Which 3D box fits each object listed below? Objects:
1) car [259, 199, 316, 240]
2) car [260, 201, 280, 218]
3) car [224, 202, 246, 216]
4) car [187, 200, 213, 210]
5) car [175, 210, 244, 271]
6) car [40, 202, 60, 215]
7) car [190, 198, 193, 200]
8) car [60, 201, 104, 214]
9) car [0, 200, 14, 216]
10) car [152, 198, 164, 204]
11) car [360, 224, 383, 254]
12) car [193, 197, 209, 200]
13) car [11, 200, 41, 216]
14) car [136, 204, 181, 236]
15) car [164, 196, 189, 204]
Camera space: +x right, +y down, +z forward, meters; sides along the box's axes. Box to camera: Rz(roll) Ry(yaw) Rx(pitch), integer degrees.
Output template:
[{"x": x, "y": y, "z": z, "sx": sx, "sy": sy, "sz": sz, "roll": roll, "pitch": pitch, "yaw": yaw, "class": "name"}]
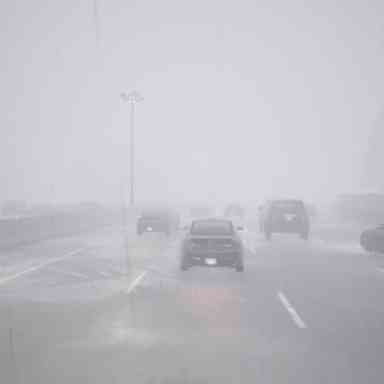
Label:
[{"x": 5.000, "y": 1.405, "z": 18.543, "sx": 2.150, "sy": 2.045, "sz": 5.566, "roll": 0, "pitch": -1, "yaw": 8, "class": "car"}, {"x": 8.275, "y": 1.824, "z": 35.239, "sx": 1.882, "sy": 1.535, "sz": 5.008, "roll": 0, "pitch": -1, "yaw": 14, "class": "car"}, {"x": 4.442, "y": 1.835, "z": 34.352, "sx": 1.837, "sy": 1.490, "sz": 4.892, "roll": 0, "pitch": -1, "yaw": 13, "class": "car"}, {"x": 1.091, "y": 1.860, "z": 35.426, "sx": 1.812, "sy": 1.442, "sz": 4.674, "roll": 0, "pitch": -1, "yaw": 13, "class": "car"}, {"x": 0.703, "y": 1.615, "z": 11.353, "sx": 1.837, "sy": 1.490, "sz": 4.892, "roll": 0, "pitch": 0, "yaw": 4, "class": "car"}, {"x": -13.503, "y": 1.867, "z": 35.139, "sx": 1.994, "sy": 1.385, "sz": 4.181, "roll": 0, "pitch": -1, "yaw": 13, "class": "car"}, {"x": 0.640, "y": 2.055, "z": 74.813, "sx": 2.097, "sy": 1.767, "sz": 4.553, "roll": 0, "pitch": -1, "yaw": 26, "class": "car"}, {"x": -10.442, "y": 1.639, "z": 32.737, "sx": 2.097, "sy": 1.767, "sz": 4.553, "roll": 0, "pitch": -1, "yaw": 12, "class": "car"}, {"x": -20.272, "y": 1.658, "z": 36.937, "sx": 2.097, "sy": 1.767, "sz": 4.553, "roll": 0, "pitch": -1, "yaw": 13, "class": "car"}, {"x": -7.086, "y": 2.165, "z": 75.010, "sx": 1.882, "sy": 1.535, "sz": 5.008, "roll": 0, "pitch": -1, "yaw": 26, "class": "car"}, {"x": 7.790, "y": 1.692, "z": 12.002, "sx": 1.994, "sy": 1.385, "sz": 4.181, "roll": 0, "pitch": -1, "yaw": 5, "class": "car"}, {"x": 2.522, "y": 2.167, "z": 70.760, "sx": 1.837, "sy": 1.490, "sz": 4.892, "roll": 0, "pitch": -1, "yaw": 26, "class": "car"}, {"x": -16.805, "y": 1.858, "z": 36.639, "sx": 2.033, "sy": 1.411, "sz": 5.357, "roll": 0, "pitch": -1, "yaw": 13, "class": "car"}, {"x": -1.879, "y": 1.686, "z": 19.720, "sx": 1.837, "sy": 1.490, "sz": 4.892, "roll": 0, "pitch": -1, "yaw": 7, "class": "car"}, {"x": -3.462, "y": 1.907, "z": 74.439, "sx": 2.150, "sy": 2.045, "sz": 5.566, "roll": 0, "pitch": -1, "yaw": 26, "class": "car"}]
